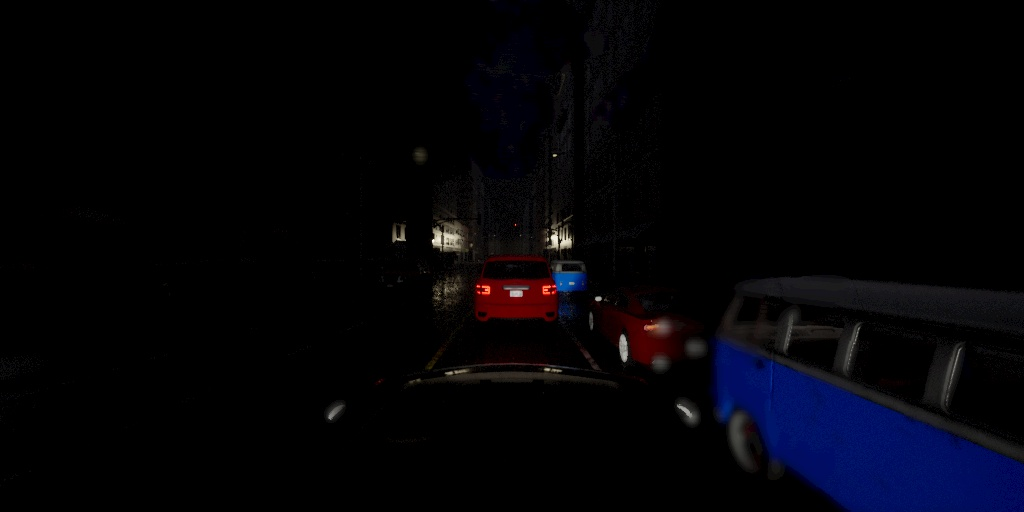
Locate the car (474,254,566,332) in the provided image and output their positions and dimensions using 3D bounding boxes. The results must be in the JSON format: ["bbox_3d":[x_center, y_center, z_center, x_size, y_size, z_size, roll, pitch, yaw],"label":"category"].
[{"bbox_3d":[0.118,0.970,11.016,2.150,2.045,5.566,0,0,0],"label":"car"}]

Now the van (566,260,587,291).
[{"bbox_3d":[2.889,1.085,19.114,1.690,1.789,3.998,0,0,0],"label":"van"}]

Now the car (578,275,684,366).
[{"bbox_3d":[2.867,1.294,7.793,1.888,1.381,4.507,0,0,0],"label":"car"}]

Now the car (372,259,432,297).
[{"bbox_3d":[-5.636,1.059,19.090,2.192,1.841,5.009,0,0,0],"label":"car"}]

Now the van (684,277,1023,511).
[{"bbox_3d":[2.856,1.091,2.132,1.690,1.789,3.998,0,0,0],"label":"van"}]
